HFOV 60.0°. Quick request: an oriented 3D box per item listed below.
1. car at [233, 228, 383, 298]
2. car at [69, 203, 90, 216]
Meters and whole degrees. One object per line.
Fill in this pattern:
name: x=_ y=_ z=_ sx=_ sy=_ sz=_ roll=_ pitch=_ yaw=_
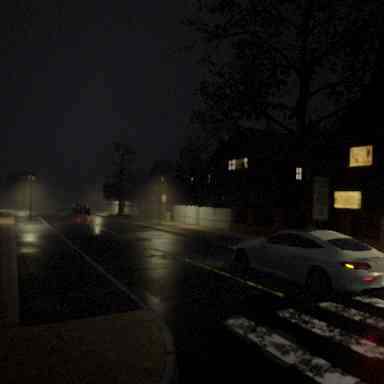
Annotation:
car: x=3.028 y=1.719 z=9.084 sx=1.812 sy=1.442 sz=4.674 roll=2 pitch=-1 yaw=-28
car: x=-13.368 y=2.033 z=39.539 sx=2.128 sy=1.511 sz=4.902 roll=2 pitch=-2 yaw=-28
